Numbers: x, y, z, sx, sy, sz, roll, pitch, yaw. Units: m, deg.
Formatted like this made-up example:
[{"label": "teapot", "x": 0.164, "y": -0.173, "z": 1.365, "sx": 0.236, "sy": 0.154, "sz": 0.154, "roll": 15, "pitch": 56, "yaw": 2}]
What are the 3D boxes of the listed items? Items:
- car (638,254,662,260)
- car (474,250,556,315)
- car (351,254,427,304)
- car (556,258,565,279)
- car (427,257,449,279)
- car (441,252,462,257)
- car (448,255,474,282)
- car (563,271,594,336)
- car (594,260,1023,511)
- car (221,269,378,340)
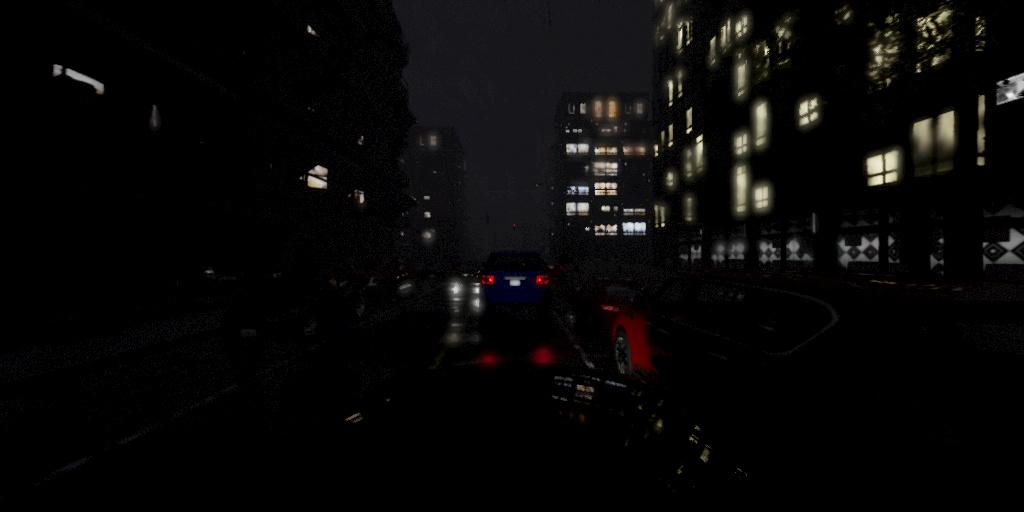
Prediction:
[{"label": "car", "x": 18.725, "y": 0.418, "z": 47.167, "sx": 4.097, "sy": 1.591, "sz": 1.967, "roll": 0, "pitch": 0, "yaw": 1}, {"label": "car", "x": 0.096, "y": 0.803, "z": 12.757, "sx": 2.150, "sy": 2.045, "sz": 5.566, "roll": 0, "pitch": 1, "yaw": 0}, {"label": "car", "x": -5.441, "y": 0.857, "z": 15.253, "sx": 2.192, "sy": 1.841, "sz": 5.009, "roll": 0, "pitch": 0, "yaw": 0}, {"label": "car", "x": 2.715, "y": 0.814, "z": 26.484, "sx": 1.967, "sy": 1.591, "sz": 4.097, "roll": 0, "pitch": 0, "yaw": 0}, {"label": "car", "x": -5.432, "y": 0.939, "z": 26.544, "sx": 1.948, "sy": 1.339, "sz": 4.313, "roll": 0, "pitch": 0, "yaw": 0}, {"label": "car", "x": -5.427, "y": 0.603, "z": 32.190, "sx": 2.192, "sy": 1.841, "sz": 5.009, "roll": 0, "pitch": 0, "yaw": 0}, {"label": "car", "x": -2.826, "y": 0.909, "z": 24.453, "sx": 1.837, "sy": 1.490, "sz": 4.892, "roll": 0, "pitch": 1, "yaw": 0}, {"label": "car", "x": 2.642, "y": 1.212, "z": 9.529, "sx": 1.802, "sy": 1.307, "sz": 4.207, "roll": 0, "pitch": 0, "yaw": 0}, {"label": "car", "x": 2.603, "y": 1.031, "z": 3.877, "sx": 2.192, "sy": 1.841, "sz": 5.009, "roll": 0, "pitch": 0, "yaw": 0}, {"label": "car", "x": -5.446, "y": 1.194, "z": 9.607, "sx": 1.948, "sy": 1.339, "sz": 4.313, "roll": 0, "pitch": 0, "yaw": 0}]
